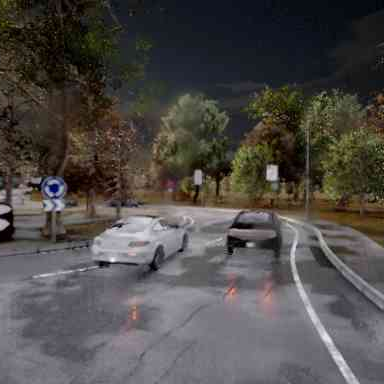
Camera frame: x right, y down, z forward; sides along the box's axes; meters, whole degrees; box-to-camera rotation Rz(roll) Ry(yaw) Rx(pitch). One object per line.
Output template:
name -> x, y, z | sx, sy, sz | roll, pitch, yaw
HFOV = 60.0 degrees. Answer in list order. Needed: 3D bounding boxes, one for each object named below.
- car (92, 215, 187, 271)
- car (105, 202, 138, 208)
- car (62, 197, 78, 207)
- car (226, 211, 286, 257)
car -> -1.491, 1.483, 10.788 | 1.812, 1.442, 4.674 | 0, 0, 14
car -> -9.264, 1.350, 45.373 | 5.357, 1.411, 2.033 | 0, 0, 21
car -> -17.166, 1.318, 43.678 | 4.181, 1.385, 1.994 | 0, 0, 1
car -> 2.547, 1.470, 12.953 | 2.128, 1.511, 4.902 | 0, 0, 16
